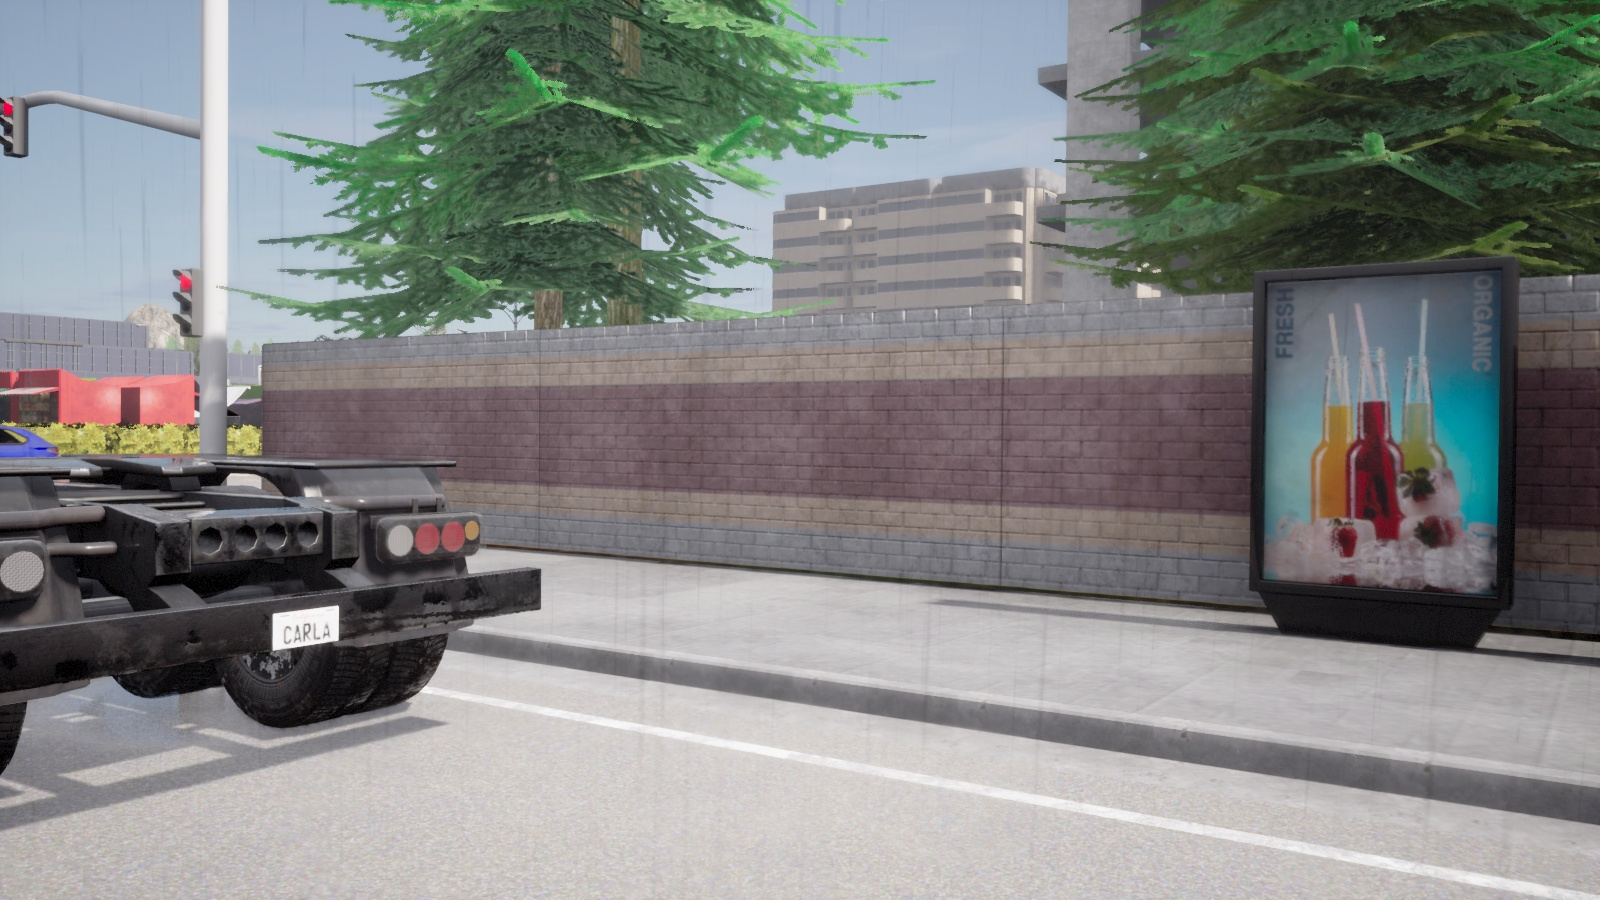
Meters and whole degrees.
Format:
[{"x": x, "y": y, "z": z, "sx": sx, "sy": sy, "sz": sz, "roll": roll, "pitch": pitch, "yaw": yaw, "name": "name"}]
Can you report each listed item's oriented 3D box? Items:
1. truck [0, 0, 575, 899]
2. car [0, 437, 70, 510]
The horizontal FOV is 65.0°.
[{"x": -5.216, "y": -0.300, "z": 7.067, "sx": 7.936, "sy": 3.462, "sz": 2.891, "roll": 0, "pitch": 1, "yaw": 34, "name": "truck"}, {"x": -17.453, "y": 0.500, "z": 25.481, "sx": 1.816, "sy": 1.474, "sz": 4.193, "roll": 0, "pitch": 1, "yaw": 33, "name": "car"}]
